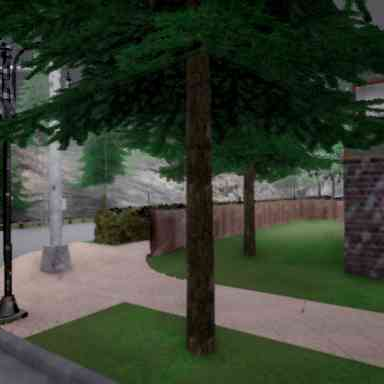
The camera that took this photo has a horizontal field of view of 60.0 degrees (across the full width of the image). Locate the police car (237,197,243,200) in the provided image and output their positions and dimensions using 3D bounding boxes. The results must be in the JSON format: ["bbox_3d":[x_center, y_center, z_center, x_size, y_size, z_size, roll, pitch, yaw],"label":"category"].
[{"bbox_3d":[6.555,1.431,42.532,2.038,1.542,4.974,-1,0,33],"label":"police car"}]
